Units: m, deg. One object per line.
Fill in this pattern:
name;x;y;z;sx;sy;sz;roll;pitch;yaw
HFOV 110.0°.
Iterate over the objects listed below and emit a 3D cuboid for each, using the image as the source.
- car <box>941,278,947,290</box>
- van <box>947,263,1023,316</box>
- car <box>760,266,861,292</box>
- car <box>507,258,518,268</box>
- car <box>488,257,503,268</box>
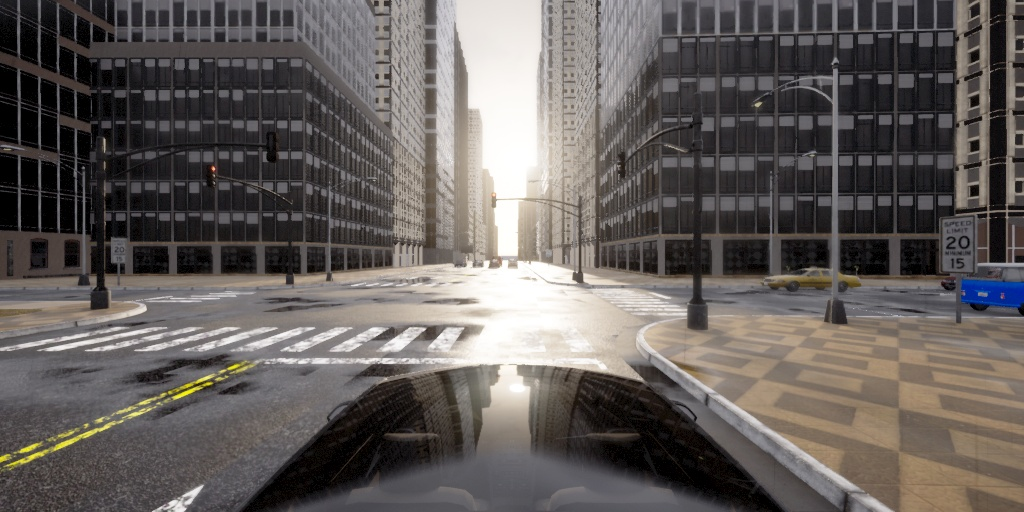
car;26.964;1.356;20.190;4.207;1.307;1.802;0;0;2
van;18.382;1.119;12.524;3.998;1.789;1.690;0;0;2
car;17.131;1.293;20.699;4.829;1.417;1.751;0;0;2
car;0.146;1.407;63.323;2.033;1.411;5.357;0;0;0
car;-3.105;1.385;63.331;1.812;1.442;4.674;0;0;0
